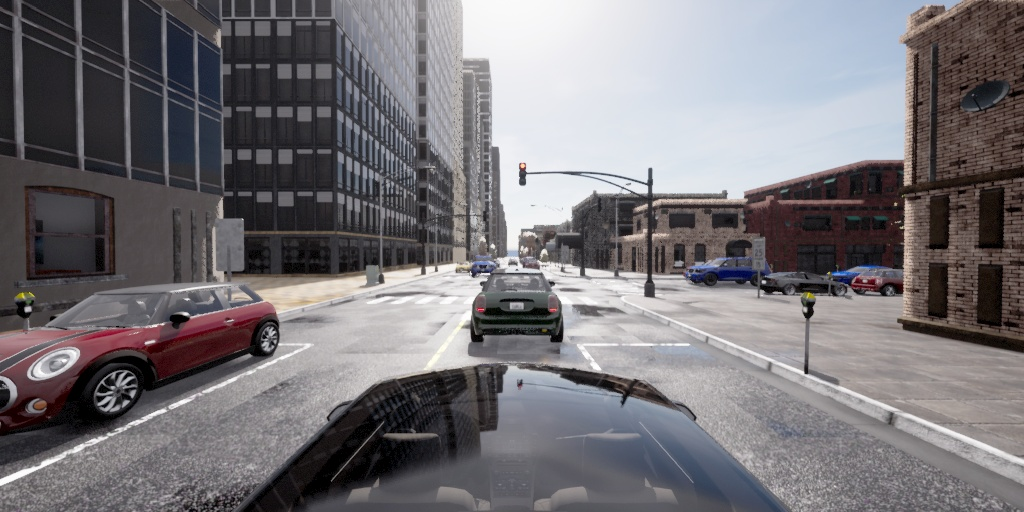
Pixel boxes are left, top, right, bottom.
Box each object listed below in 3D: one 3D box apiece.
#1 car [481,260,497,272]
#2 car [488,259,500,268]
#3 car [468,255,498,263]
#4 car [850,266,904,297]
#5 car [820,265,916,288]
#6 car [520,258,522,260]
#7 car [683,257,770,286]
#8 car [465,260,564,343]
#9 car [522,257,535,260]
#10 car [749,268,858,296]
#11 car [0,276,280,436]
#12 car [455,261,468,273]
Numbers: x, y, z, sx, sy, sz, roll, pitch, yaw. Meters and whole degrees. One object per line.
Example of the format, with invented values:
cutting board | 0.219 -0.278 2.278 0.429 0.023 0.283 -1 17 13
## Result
car | -3.031 1.263 47.494 1.812 1.442 4.674 0 0 0
car | -2.993 1.260 60.678 1.812 1.442 4.674 0 0 0
car | -2.791 0.962 34.960 2.150 2.045 5.566 0 0 -4
car | 21.985 1.473 20.336 4.097 1.591 1.967 0 0 1
car | 25.733 1.455 26.063 5.008 1.535 1.882 1 1 1
car | 2.773 1.050 60.384 2.192 1.841 5.009 0 0 0
car | 15.765 1.105 26.203 5.566 2.045 2.150 1 1 1
car | 0.146 1.099 9.871 2.097 1.767 4.553 0 0 1
car | 2.757 1.177 49.096 1.967 1.591 4.097 0 0 0
car | 16.438 1.546 20.415 4.313 1.339 1.948 0 0 1
car | -5.686 1.188 5.572 1.967 1.591 4.097 0 0 0
car | -5.769 1.264 43.349 1.751 1.417 4.829 0 0 0
